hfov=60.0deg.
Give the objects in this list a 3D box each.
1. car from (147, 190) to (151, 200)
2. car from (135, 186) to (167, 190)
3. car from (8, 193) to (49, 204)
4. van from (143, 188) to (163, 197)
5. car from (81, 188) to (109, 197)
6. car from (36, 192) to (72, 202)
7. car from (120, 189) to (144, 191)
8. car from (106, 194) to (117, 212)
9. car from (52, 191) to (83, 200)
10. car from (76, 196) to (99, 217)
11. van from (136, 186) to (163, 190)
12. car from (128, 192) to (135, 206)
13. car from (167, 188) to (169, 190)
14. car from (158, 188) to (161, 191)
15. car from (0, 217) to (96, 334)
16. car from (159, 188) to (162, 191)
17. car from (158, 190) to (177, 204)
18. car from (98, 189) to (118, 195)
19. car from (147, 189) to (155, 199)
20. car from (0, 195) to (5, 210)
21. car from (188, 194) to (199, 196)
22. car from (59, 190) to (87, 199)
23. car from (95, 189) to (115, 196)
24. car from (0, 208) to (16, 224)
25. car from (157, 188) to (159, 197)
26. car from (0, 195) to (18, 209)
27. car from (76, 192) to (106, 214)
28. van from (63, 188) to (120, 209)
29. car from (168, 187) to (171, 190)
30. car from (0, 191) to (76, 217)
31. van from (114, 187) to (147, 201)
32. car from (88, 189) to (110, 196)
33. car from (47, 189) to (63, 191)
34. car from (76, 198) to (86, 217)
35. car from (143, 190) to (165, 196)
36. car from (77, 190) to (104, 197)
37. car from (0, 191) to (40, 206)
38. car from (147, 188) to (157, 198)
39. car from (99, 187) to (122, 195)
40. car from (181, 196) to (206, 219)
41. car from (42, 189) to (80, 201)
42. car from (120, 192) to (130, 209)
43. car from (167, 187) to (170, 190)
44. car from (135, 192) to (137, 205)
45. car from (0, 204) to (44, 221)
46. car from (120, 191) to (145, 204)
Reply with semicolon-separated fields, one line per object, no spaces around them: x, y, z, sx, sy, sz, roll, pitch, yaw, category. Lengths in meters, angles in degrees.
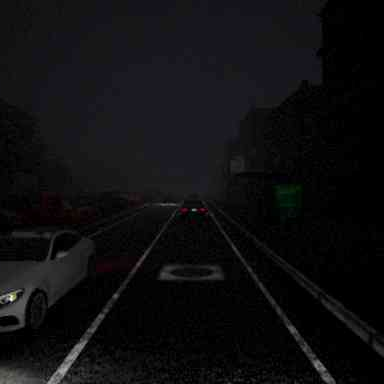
-9.281;0.823;51.309;4.792;1.488;2.163;0;1;1;car
-9.084;0.123;73.565;5.566;2.045;2.435;0;1;1;car
-22.442;0.929;45.836;4.674;1.452;2.002;0;1;1;car
-8.973;0.097;76.223;4.442;1.987;1.878;0;1;1;van
-22.197;0.067;76.334;5.566;2.045;2.435;0;1;1;car
-22.370;0.738;54.187;5.008;1.535;2.097;0;1;1;car
-9.328;0.768;45.740;4.553;1.767;2.185;0;1;1;car
-9.514;1.185;29.045;4.892;1.521;2.231;0;1;1;car
-22.322;0.637;59.757;4.892;1.521;2.231;0;1;1;car
-9.742;1.275;23.481;5.366;1.575;1.946;0;1;1;car
-9.020;0.202;70.783;4.442;1.987;1.878;0;1;1;van
-9.428;1.040;37.394;5.008;1.535;2.097;0;1;1;car
-9.016;0.199;84.702;4.674;1.452;2.002;0;1;1;car
-9.372;0.531;65.224;5.366;1.575;1.946;0;1;1;car
-3.342;1.498;6.842;1.812;1.442;4.674;0;0;0;car
-9.156;0.482;68.005;4.892;1.521;2.231;0;1;1;car
-3.225;0.893;47.422;2.033;1.411;5.357;0;1;1;car
-22.101;-0.022;87.473;4.553;1.767;2.185;0;1;1;car
-9.263;0.731;56.875;4.674;1.452;2.002;0;1;1;car
-22.544;1.086;34.698;4.892;1.521;2.231;0;1;1;car
0.197;0.943;44.635;2.033;1.411;5.357;0;1;0;car
-22.322;0.457;62.540;4.553;1.767;2.185;0;1;1;car
-22.125;0.031;84.689;4.553;1.767;2.185;0;1;1;car
-9.627;1.490;12.347;4.792;1.488;2.163;0;1;1;car
-9.218;0.588;62.440;4.892;1.521;2.231;0;1;1;car
-22.542;1.066;37.480;4.792;1.488;2.163;0;1;1;car
-9.502;1.107;26.135;4.553;1.767;2.185;0;1;1;car
-9.600;0.911;31.826;4.442;1.987;1.878;0;1;1;van
-8.779;0.048;90.264;5.366;1.575;1.946;0;1;1;car
-9.635;1.120;17.910;5.566;2.045;2.435;0;1;1;car
-9.218;0.619;48.458;4.442;1.987;1.878;0;1;0;van
-22.111;0.137;79.245;4.553;1.767;2.185;0;1;1;car
-22.358;0.664;51.400;4.553;1.767;2.185;0;1;1;car
-9.576;1.324;20.697;5.008;1.535;2.097;0;1;1;car
-9.057;0.267;79.135;4.892;1.521;2.231;0;1;1;car
-22.378;0.369;73.556;5.366;1.575;1.946;0;1;1;car
-22.432;0.813;43.048;4.553;1.767;2.185;0;1;1;car
-9.205;0.514;59.653;4.553;1.767;2.185;0;1;1;car
-22.072;-0.204;90.380;5.566;2.045;2.435;0;1;1;car
0.127;1.266;25.768;2.033;1.411;5.357;0;1;0;car
-22.312;0.436;56.969;5.566;2.045;2.435;0;1;0;car
-9.464;1.088;34.611;5.008;1.535;2.097;0;1;1;car
-9.018;0.135;87.484;4.792;1.488;2.163;0;1;1;car
-9.411;1.032;40.178;4.674;1.452;2.002;0;1;1;car
-9.629;1.458;15.132;4.674;1.452;2.002;0;1;1;car
-9.199;0.940;42.958;5.366;1.575;1.946;0;1;1;car
